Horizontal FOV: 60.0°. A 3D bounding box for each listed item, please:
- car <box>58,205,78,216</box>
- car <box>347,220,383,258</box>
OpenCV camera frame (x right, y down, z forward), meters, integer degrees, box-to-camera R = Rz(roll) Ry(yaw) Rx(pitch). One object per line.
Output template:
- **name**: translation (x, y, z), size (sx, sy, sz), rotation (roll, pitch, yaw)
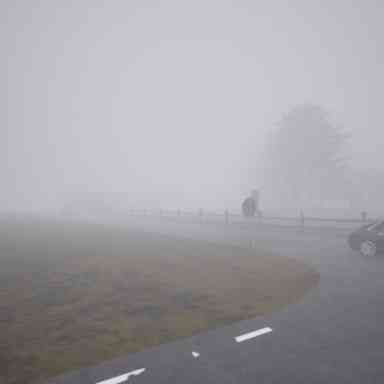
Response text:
- **car**: translation (-18.497, 2.757, 49.626), size (1.882, 1.535, 5.008), rotation (0, -1, -35)
- **car**: translation (7.940, 1.676, 11.513), size (1.837, 1.490, 4.892), rotation (0, -2, -35)
